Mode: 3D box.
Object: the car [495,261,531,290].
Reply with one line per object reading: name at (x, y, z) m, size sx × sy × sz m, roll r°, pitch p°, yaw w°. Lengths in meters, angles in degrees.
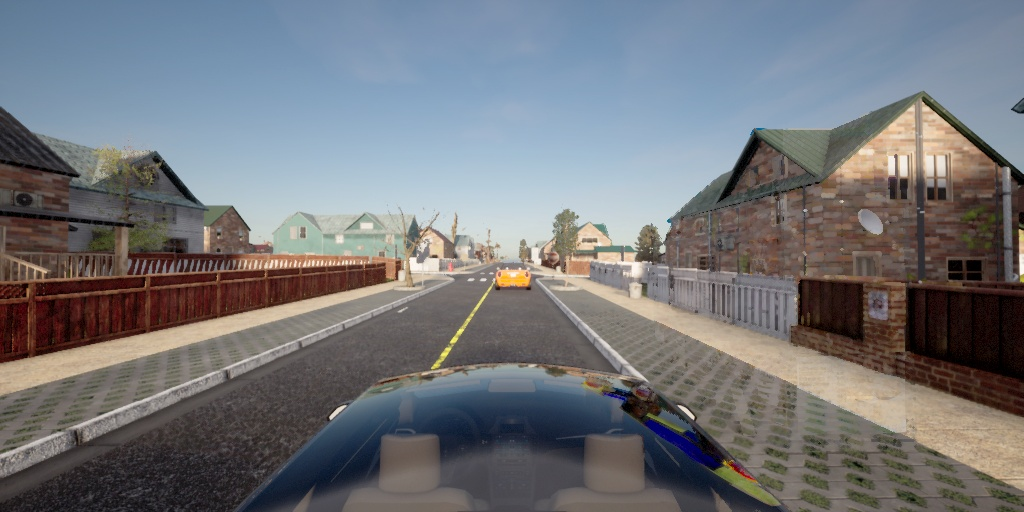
car at (0.084, 1.122, 22.596) m, size 2.097 × 1.767 × 4.553 m, roll 0°, pitch 0°, yaw 0°
